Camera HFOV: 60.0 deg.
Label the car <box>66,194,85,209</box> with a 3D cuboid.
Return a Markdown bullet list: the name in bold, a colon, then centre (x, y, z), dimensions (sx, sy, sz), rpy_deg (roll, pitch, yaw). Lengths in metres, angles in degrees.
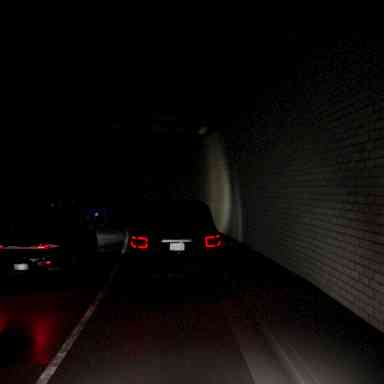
- **car**: centre (-14.872, 1.221, 41.471), dimensions (2.150, 2.045, 5.566), rpy_deg (0, 0, -36)

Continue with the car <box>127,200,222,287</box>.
- **car**: centre (-0.589, 1.220, 9.522), dimensions (2.150, 2.045, 5.566), rpy_deg (0, 0, -6)

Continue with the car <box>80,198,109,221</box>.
- **car**: centre (-7.734, 1.477, 26.679), dimensions (1.882, 1.535, 5.008), rpy_deg (0, 0, -18)

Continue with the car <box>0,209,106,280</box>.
- **car**: centre (-4.133, 1.491, 9.986), dimensions (2.128, 1.511, 4.902), rpy_deg (0, 0, -6)

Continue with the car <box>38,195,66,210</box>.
- **car**: centre (-14.996, 1.352, 35.124), dimensions (2.097, 1.767, 4.553), rpy_deg (0, 0, -28)
